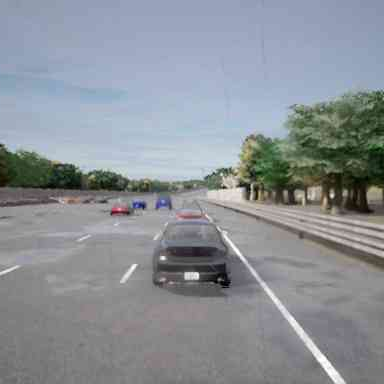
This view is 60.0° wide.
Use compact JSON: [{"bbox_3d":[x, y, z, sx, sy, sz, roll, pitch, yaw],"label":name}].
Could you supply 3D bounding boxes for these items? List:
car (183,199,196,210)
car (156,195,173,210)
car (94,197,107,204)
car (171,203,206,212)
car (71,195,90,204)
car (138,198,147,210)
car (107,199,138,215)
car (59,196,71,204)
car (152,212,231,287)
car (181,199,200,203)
[{"bbox_3d":[-0.419,1.739,47.452,1.812,1.442,4.674,0,0,-1],"label":"car"},{"bbox_3d":[-3.900,1.415,46.870,2.150,2.045,5.566,0,0,-2],"label":"car"},{"bbox_3d":[-18.589,1.710,67.858,1.882,1.535,5.008,0,0,-2],"label":"car"},{"bbox_3d":[-0.065,1.587,19.946,1.812,1.442,4.674,0,0,0],"label":"car"},{"bbox_3d":[-22.064,1.565,66.955,2.097,1.767,4.553,0,0,-2],"label":"car"},{"bbox_3d":[-7.404,1.649,46.839,1.882,1.535,5.008,0,0,-1],"label":"car"},{"bbox_3d":[-7.145,1.664,34.519,1.994,1.385,4.181,0,0,-2],"label":"car"},{"bbox_3d":[-25.599,1.549,68.103,2.097,1.767,4.553,0,0,-2],"label":"car"},{"bbox_3d":[-0.011,1.522,9.380,1.837,1.490,4.892,0,0,0],"label":"car"},{"bbox_3d":[-0.144,1.603,27.439,1.837,1.490,4.892,0,0,-1],"label":"car"}]
